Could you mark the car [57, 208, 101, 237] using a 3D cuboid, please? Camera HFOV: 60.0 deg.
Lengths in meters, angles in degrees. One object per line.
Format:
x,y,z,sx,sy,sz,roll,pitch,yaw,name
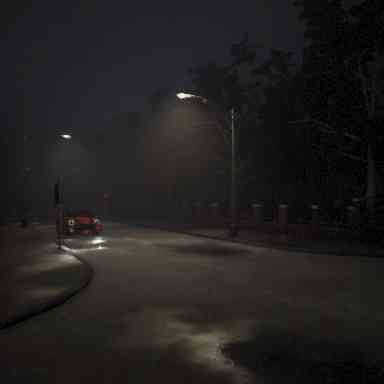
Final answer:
-7.577,1.901,22.114,2.097,1.767,4.553,1,-2,-31,car
